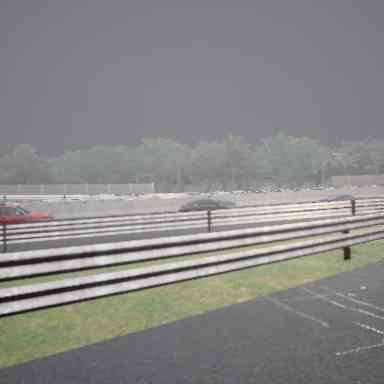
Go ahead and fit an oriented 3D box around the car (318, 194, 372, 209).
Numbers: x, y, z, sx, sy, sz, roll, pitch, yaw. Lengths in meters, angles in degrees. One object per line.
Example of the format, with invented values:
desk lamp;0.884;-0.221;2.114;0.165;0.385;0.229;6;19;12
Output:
car;12.925;0.921;28.179;4.674;1.442;1.812;-3;1;-18

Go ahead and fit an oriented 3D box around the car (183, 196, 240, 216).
car;1.870;1.281;31.891;4.902;1.511;2.128;-3;1;-18

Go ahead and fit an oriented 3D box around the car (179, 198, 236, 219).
car;1.356;1.379;28.034;4.892;1.490;1.837;-3;1;-18

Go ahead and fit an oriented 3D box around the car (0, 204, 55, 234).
car;-11.220;1.757;20.181;5.566;2.045;2.150;-3;1;-18
